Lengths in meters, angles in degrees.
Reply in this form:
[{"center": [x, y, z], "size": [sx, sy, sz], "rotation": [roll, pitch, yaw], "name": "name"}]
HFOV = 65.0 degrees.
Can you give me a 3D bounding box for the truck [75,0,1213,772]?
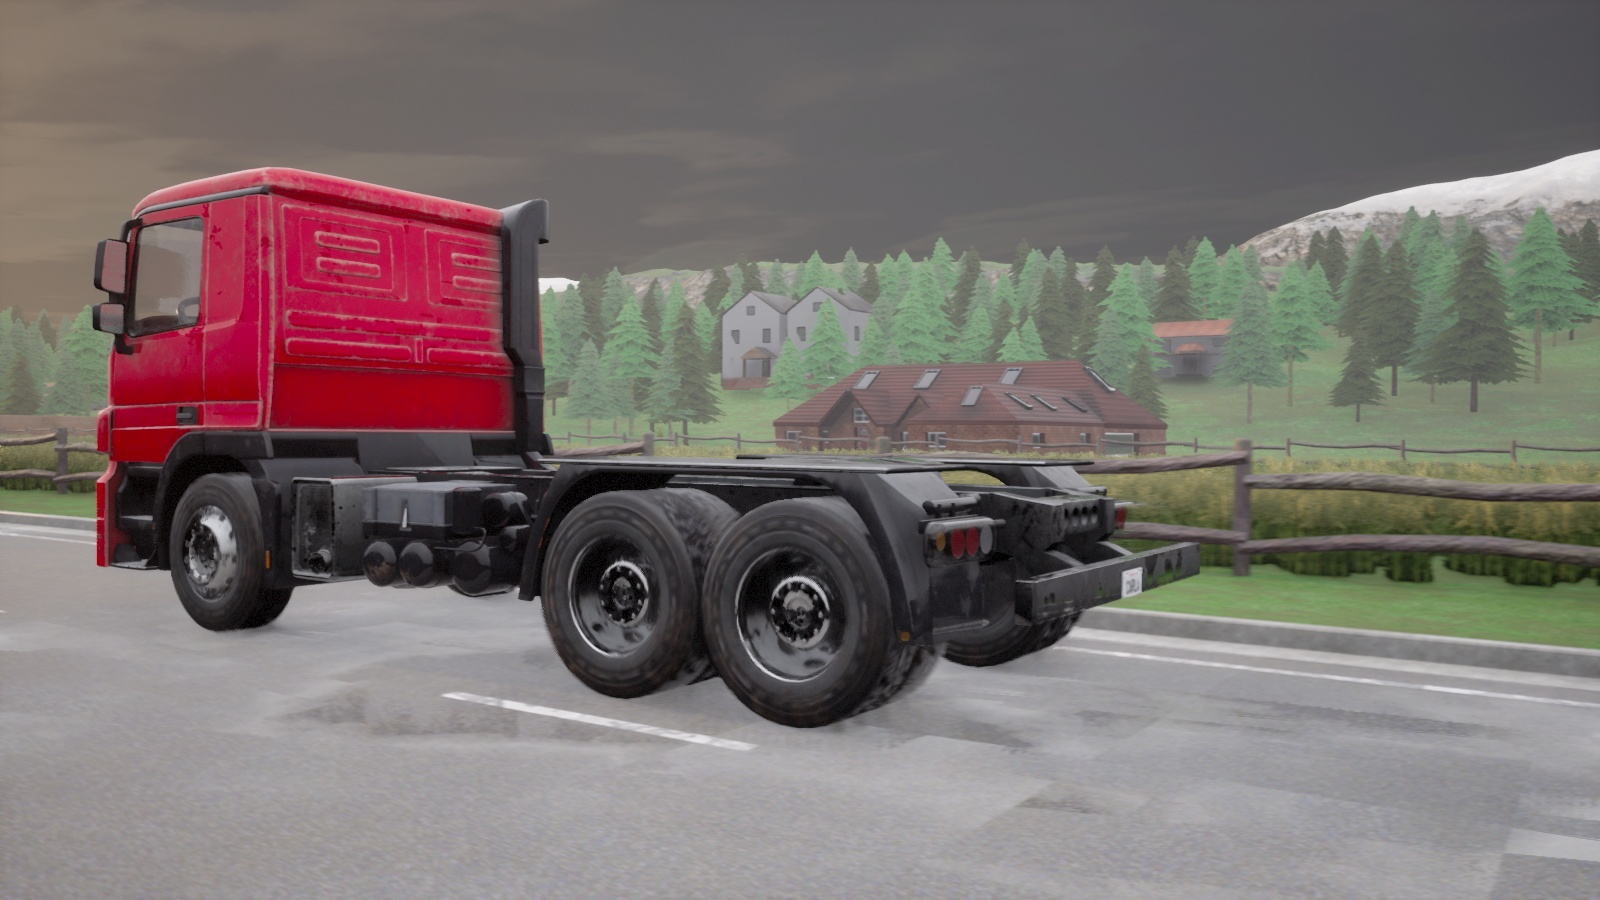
[{"center": [-1.534, -0.357, 8.824], "size": [7.936, 3.462, 2.891], "rotation": [0, 1, 34], "name": "truck"}]
